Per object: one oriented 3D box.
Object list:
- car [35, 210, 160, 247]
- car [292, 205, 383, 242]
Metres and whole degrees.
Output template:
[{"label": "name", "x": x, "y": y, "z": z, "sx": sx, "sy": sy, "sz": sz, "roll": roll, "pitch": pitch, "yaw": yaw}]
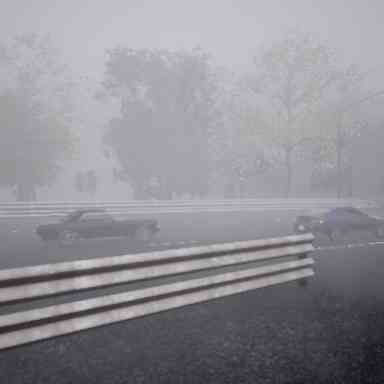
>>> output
[{"label": "car", "x": -3.738, "y": 1.365, "z": 13.519, "sx": 4.718, "sy": 1.301, "sz": 1.895, "roll": 0, "pitch": 0, "yaw": -27}, {"label": "car", "x": 6.577, "y": 1.309, "z": 14.757, "sx": 4.674, "sy": 1.442, "sz": 1.812, "roll": 0, "pitch": 0, "yaw": -26}]
